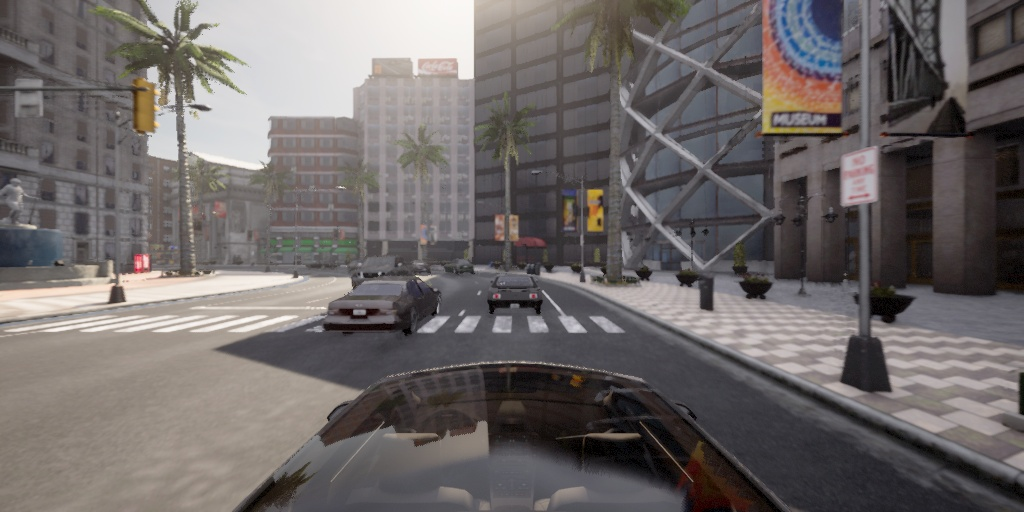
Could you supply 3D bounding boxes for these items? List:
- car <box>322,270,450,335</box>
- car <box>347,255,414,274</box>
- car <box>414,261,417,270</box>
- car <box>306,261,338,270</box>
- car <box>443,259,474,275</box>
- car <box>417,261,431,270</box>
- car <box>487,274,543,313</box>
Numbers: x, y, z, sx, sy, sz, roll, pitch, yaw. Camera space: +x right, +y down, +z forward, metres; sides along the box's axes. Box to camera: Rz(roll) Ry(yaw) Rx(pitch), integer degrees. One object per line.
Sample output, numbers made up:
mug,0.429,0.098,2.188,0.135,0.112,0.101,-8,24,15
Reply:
car,-3.398,1.297,10.500,2.033,1.411,5.357,0,0,0
car,-7.464,0.971,20.862,2.150,2.045,5.566,0,0,-6
car,-9.734,1.240,30.705,2.128,1.511,4.902,0,0,-22
car,-28.586,1.349,53.814,4.718,1.301,1.895,0,0,22
car,-5.825,1.100,38.717,2.097,1.767,4.553,0,0,-29
car,-10.509,1.274,39.664,1.812,1.442,4.674,0,0,-35
car,0.088,1.350,13.999,1.895,1.301,4.718,0,0,0
